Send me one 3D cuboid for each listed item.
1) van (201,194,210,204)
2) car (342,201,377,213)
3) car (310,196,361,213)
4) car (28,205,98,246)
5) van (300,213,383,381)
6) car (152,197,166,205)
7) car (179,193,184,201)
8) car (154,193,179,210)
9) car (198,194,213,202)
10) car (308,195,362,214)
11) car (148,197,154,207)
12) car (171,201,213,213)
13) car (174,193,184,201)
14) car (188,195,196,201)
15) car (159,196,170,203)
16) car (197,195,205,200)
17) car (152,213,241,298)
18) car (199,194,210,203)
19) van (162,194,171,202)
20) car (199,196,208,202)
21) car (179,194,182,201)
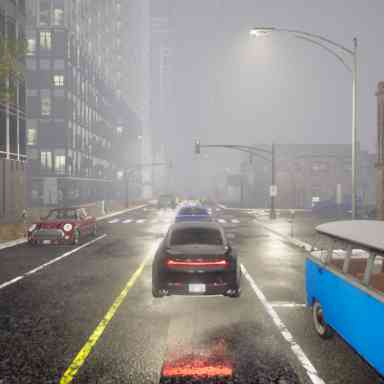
[{"bbox_3d":[2.589,1.336,64.276,1.690,1.788,3.998,-1,0,0],"label":"van"},{"bbox_3d":[16.377,1.798,29.984,4.313,1.339,1.947,1,0,1],"label":"car"},{"bbox_3d":[16.475,1.417,38.361,5.009,1.841,2.192,1,0,1],"label":"car"},{"bbox_3d":[-5.724,1.438,15.084,1.967,1.590,4.097,-1,0,0],"label":"car"},{"bbox_3d":[2.669,1.341,4.011,1.690,1.788,3.998,-1,0,0],"label":"van"},{"bbox_3d":[-5.747,1.561,58.675,1.947,1.339,4.313,-1,0,0],"label":"car"},{"bbox_3d":[-3.093,1.487,69.347,2.128,1.511,4.902,0,0,0],"label":"car"},{"bbox_3d":[-3.164,1.218,42.606,2.150,2.045,5.566,0,0,0],"label":"car"},{"bbox_3d":[2.598,1.435,58.632,1.967,1.590,4.097,-1,0,0],"label":"car"},{"bbox_3d":[15.501,1.355,35.776,5.566,2.045,2.150,1,1,1],"label":"car"},{"bbox_3d":[-5.910,1.520,52.861,1.752,1.417,4.829,-1,0,0],"label":"car"},{"bbox_3d":[0.067,1.475,17.981,1.882,1.535,5.008,0,0,0],"label":"car"},{"bbox_3d":[-3.108,1.215,81.679,2.150,2.045,5.566,0,0,0],"label":"car"},{"bbox_3d":[-0.106,1.493,79.558,1.837,1.490,4.892,0,0,0],"label":"car"},{"bbox_3d":[-5.761,1.560,69.964,1.947,1.339,4.313,-1,0,0],"label":"car"},{"bbox_3d":[2.556,1.546,92.496,2.008,1.369,4.403,-1,0,0],"label":"car"},{"bbox_3d":[0.086,1.504,8.493,1.837,1.490,4.892,0,0,0],"label":"car"},{"bbox_3d":[2.581,1.310,69.920,2.192,1.841,5.009,-1,0,0],"label":"car"},{"bbox_3d":[-5.773,1.336,75.608,1.690,1.788,3.998,-1,0,0],"label":"van"},{"bbox_3d":[2.578,1.576,75.564,1.802,1.307,4.206,-1,0,0],"label":"car"},{"bbox_3d":[-3.161,1.472,56.150,1.882,1.535,5.008,0,0,0],"label":"car"}]
